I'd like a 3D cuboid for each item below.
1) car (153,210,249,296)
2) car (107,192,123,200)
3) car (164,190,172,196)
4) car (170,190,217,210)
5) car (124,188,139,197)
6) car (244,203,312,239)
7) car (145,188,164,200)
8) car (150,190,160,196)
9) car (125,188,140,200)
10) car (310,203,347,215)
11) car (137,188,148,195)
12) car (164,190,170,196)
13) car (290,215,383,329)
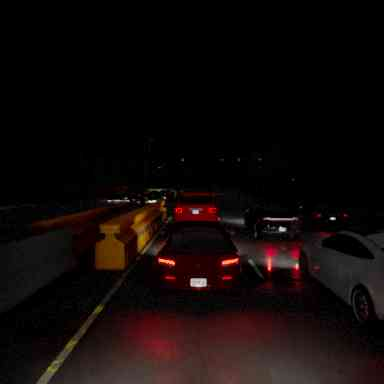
[{"bbox_3d":[0.136,1.427,8.289,1.812,1.442,4.674,0,1,0],"label":"car"},{"bbox_3d":[-13.647,0.679,59.141,1.994,1.385,4.181,0,1,1],"label":"car"},{"bbox_3d":[-6.351,0.182,88.508,1.812,1.442,4.674,0,1,0],"label":"car"},{"bbox_3d":[0.194,0.975,17.887,2.150,2.045,5.566,0,1,0],"label":"car"},{"bbox_3d":[-13.461,0.105,74.414,2.150,2.045,5.566,0,1,0],"label":"car"},{"bbox_3d":[3.685,1.275,15.904,2.128,1.511,4.902,0,1,0],"label":"car"},{"bbox_3d":[-6.662,0.616,58.468,2.128,1.511,4.902,0,1,1],"label":"car"},{"bbox_3d":[-9.850,0.210,88.555,1.994,1.385,4.181,0,1,0],"label":"car"},{"bbox_3d":[-10.160,0.605,58.413,1.882,1.535,5.008,0,1,1],"label":"car"},{"bbox_3d":[7.208,1.300,18.990,1.994,1.385,4.181,0,1,0],"label":"car"},{"bbox_3d":[-13.338,-0.147,90.121,2.150,2.045,5.566,0,1,0],"label":"car"},{"bbox_3d":[-6.466,0.390,73.732,1.837,1.490,4.892,0,1,0],"label":"car"},{"bbox_3d":[3.625,1.452,6.656,1.812,1.442,4.674,0,1,0],"label":"car"}]
